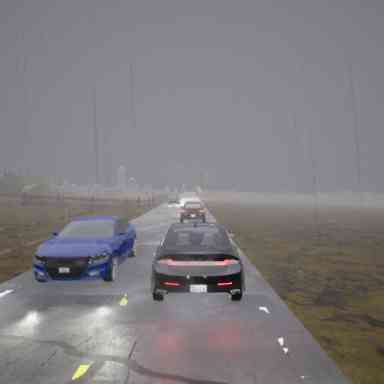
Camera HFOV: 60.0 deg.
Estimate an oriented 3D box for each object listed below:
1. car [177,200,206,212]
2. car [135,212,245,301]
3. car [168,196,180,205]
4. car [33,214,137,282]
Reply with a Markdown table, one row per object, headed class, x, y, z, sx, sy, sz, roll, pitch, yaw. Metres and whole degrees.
| class | x | y | z | sx | sy | sz | roll | pitch | yaw |
| --- | --- | --- | --- | --- | --- | --- | --- | --- | --- |
| car | 0.068 | 1.463 | 25.274 | 1.812 | 1.442 | 4.674 | 0 | 0 | 0 |
| car | 0.094 | 1.485 | 8.287 | 2.128 | 1.511 | 4.902 | 0 | 0 | 0 |
| car | -2.815 | 1.348 | 53.268 | 2.033 | 1.411 | 5.357 | 0 | 1 | 0 |
| car | -2.863 | 1.468 | 9.930 | 1.882 | 1.535 | 5.008 | 0 | 0 | 0 |
